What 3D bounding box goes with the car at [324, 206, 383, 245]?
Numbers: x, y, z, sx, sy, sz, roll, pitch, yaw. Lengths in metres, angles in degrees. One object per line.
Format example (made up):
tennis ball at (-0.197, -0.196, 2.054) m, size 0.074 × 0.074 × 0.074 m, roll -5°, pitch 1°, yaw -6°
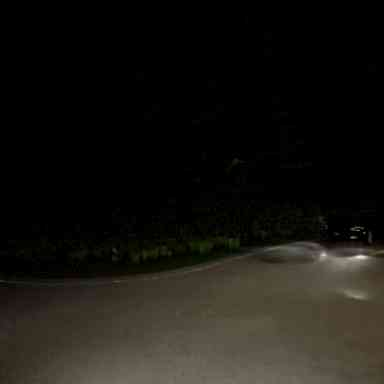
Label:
car at (8.191, 1.425, 15.316) m, size 5.008 × 1.535 × 1.882 m, roll -1°, pitch -1°, yaw -32°
